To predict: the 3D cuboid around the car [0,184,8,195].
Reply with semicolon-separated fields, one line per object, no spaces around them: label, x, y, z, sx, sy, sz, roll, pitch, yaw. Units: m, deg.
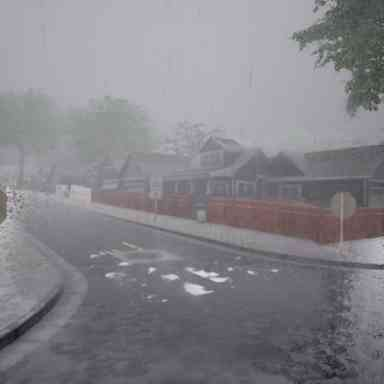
car;-24.928;-0.319;42.453;2.097;1.767;4.553;2;1;-35
